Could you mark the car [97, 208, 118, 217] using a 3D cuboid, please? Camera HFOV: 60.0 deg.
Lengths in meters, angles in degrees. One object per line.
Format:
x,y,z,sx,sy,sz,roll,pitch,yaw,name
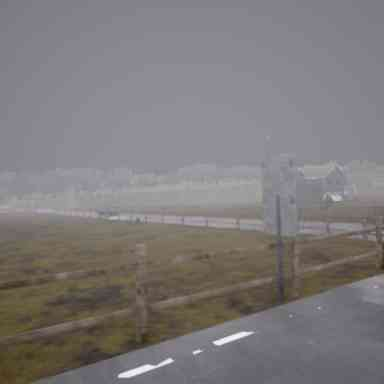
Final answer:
-13.562,3.298,53.546,1.895,1.301,4.718,-3,0,-35,car
